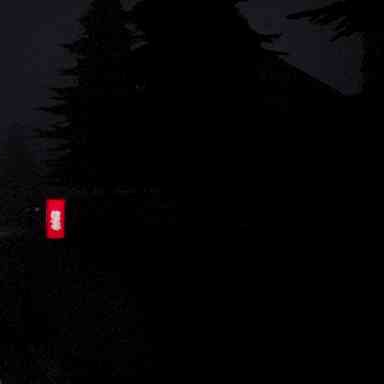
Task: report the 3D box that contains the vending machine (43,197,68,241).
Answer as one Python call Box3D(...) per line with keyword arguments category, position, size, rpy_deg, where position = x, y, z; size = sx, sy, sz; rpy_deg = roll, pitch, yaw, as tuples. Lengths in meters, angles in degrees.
Box3D(category="vending machine", position=(-6.737, 1.301, 16.470), size=(1.100, 2.100, 0.880), rpy_deg=(1, -1, -20))

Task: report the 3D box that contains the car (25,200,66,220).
Box3D(category="car", position=(-13.370, 1.538, 30.311), size=(2.097, 1.767, 4.553), rpy_deg=(0, 0, -6))

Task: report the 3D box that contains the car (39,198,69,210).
Box3D(category="car", position=(-17.376, 1.506, 42.115), size=(1.812, 1.442, 4.674), rpy_deg=(0, -1, 1))
